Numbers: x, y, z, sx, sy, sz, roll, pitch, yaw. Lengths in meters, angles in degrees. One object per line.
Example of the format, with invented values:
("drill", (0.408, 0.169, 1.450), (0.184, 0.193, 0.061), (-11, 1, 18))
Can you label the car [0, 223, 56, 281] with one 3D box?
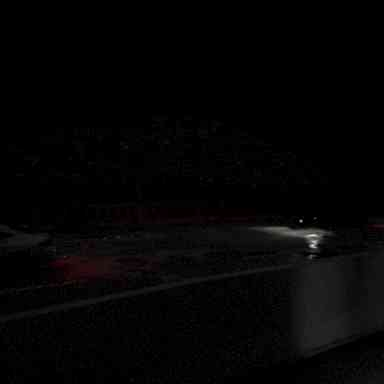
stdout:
("car", (-5.879, 1.492, 8.224), (4.674, 1.442, 1.812), (0, 0, -35))

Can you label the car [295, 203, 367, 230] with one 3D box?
("car", (8.627, 1.473, 20.606), (4.892, 1.490, 1.837), (0, 0, -24))
